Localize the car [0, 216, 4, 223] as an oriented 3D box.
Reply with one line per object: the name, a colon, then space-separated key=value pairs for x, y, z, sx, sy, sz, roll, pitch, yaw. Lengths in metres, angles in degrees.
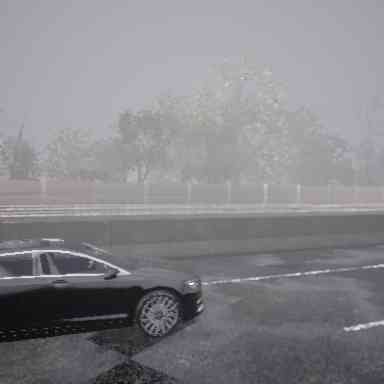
car: x=-12.345 y=1.613 z=16.803 sx=4.892 sy=1.490 sz=1.837 roll=0 pitch=-1 yaw=-21

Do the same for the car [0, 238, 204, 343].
car: x=-2.209 y=1.533 z=5.501 sx=4.902 sy=1.511 sz=2.128 roll=1 pitch=-1 yaw=-21
